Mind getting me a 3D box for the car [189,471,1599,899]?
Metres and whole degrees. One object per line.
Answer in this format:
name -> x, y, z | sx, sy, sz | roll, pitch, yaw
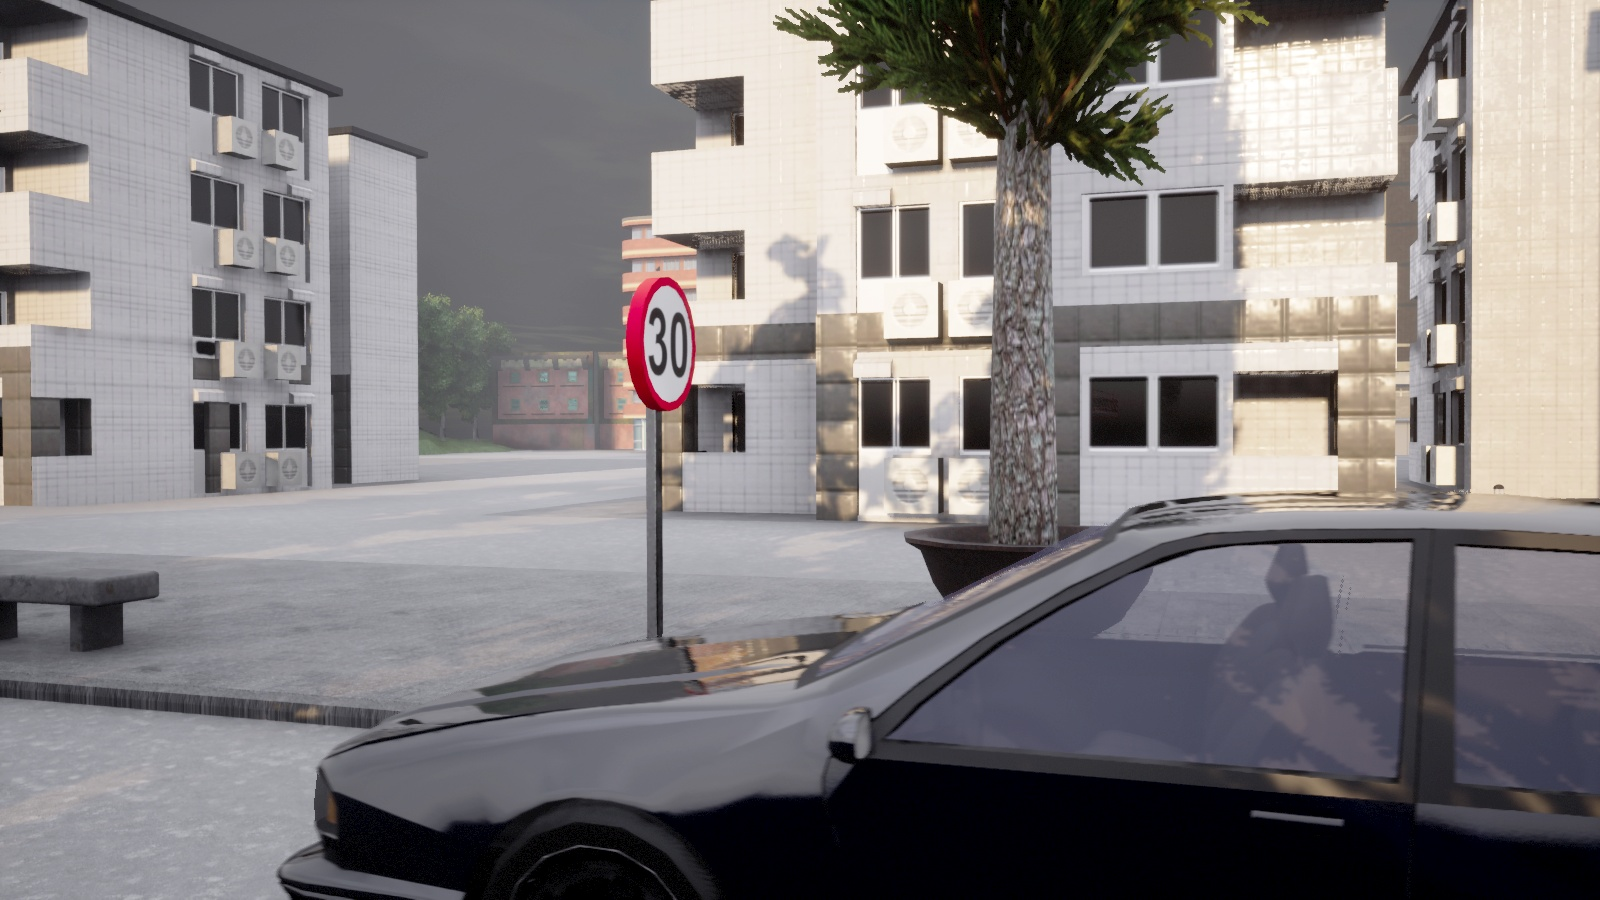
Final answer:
car -> 1.325, 0.827, 3.275 | 5.357, 1.411, 2.033 | 1, 1, 19
